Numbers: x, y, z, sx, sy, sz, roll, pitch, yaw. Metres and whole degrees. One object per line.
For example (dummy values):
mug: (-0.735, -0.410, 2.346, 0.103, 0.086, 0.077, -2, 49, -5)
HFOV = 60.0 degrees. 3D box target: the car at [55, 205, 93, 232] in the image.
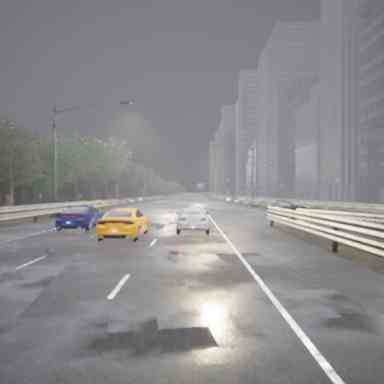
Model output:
car: (-6.938, 1.588, 21.135, 1.882, 1.535, 5.008, 0, 0, 0)

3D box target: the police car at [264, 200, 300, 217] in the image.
police car: (8.997, 1.642, 33.818, 1.930, 1.638, 5.238, 0, 0, -13)

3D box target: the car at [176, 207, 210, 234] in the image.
car: (0.052, 1.629, 19.853, 1.812, 1.442, 4.674, 0, 0, 0)

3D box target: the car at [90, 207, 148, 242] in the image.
car: (-3.429, 1.566, 17.102, 1.882, 1.535, 5.008, 0, 0, 0)
